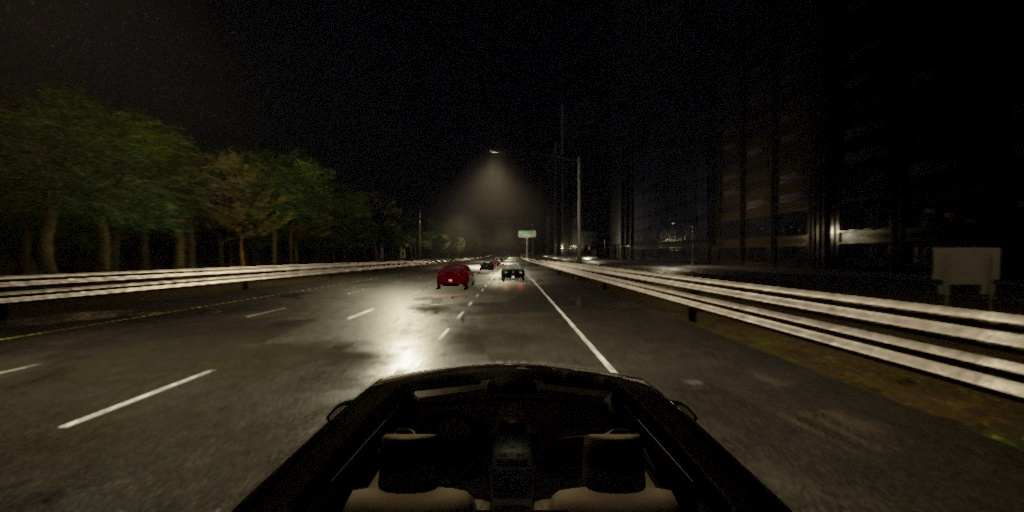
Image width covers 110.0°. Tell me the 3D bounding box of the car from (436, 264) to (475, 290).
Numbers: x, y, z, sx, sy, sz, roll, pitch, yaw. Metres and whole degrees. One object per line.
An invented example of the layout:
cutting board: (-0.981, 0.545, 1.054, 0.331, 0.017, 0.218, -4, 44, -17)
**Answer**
car: (-3.514, 1.244, 22.945, 1.882, 1.535, 5.008, 0, 0, 0)

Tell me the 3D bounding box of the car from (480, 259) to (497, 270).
car: (-3.609, 1.374, 52.951, 1.994, 1.385, 4.181, 0, 0, 0)

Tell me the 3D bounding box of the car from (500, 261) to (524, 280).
car: (0.077, 1.375, 31.222, 1.895, 1.301, 4.718, 0, 0, 0)
